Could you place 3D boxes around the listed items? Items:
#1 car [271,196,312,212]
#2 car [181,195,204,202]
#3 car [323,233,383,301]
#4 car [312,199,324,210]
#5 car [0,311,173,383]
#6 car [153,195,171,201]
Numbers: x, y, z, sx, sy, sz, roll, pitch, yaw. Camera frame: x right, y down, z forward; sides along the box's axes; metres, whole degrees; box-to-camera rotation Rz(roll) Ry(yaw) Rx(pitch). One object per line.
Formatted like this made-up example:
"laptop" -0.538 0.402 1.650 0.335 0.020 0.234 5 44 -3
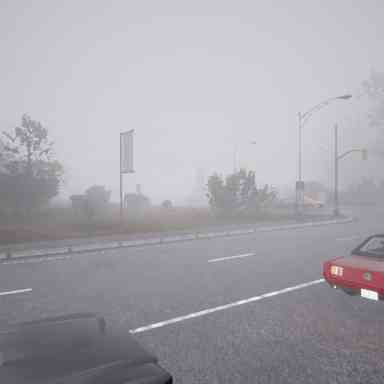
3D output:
"car" 10.134 1.404 36.087 1.895 1.301 4.718 -1 0 -39
"car" 0.009 1.276 65.720 2.033 1.411 5.357 -1 0 -38
"car" 5.048 1.570 7.363 4.718 1.301 1.895 0 0 -36
"car" 12.758 1.252 38.410 1.882 1.535 5.008 -1 0 -39
"car" -2.399 1.601 2.024 4.718 1.301 1.895 0 0 -36
"car" -6.724 1.330 73.987 1.895 1.301 4.718 -1 0 -38
